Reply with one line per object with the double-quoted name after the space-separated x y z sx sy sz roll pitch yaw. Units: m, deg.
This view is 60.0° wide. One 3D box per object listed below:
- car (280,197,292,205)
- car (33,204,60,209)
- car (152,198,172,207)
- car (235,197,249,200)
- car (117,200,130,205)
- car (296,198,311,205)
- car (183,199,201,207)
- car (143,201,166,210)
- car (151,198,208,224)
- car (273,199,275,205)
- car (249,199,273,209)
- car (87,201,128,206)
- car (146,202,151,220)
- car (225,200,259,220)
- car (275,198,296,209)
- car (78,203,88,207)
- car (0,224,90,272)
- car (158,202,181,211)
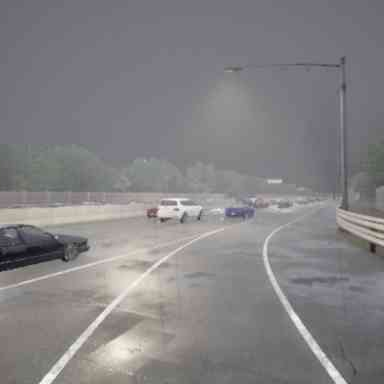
22.798 2.223 80.280 2.097 1.767 4.553 -1 -1 24 "car"
-19.941 2.364 45.953 1.994 1.385 4.181 -1 -1 25 "car"
-6.660 2.295 74.720 2.150 2.045 5.566 -1 -1 25 "car"
9.071 1.902 58.630 2.150 2.045 5.566 -1 -1 25 "car"
-13.162 2.292 60.558 2.097 1.767 4.553 -1 -1 25 "car"
27.753 2.410 82.718 1.994 1.385 4.181 -1 -1 24 "car"
-0.005 2.331 72.437 2.097 1.767 4.553 -1 -1 25 "car"
-6.506 2.341 58.296 1.837 1.490 4.892 -1 -1 25 "car"
-0.905 1.574 28.610 2.150 2.045 5.566 -1 -1 25 "car"
19.640 2.462 81.783 2.033 1.411 5.357 -1 -1 24 "car"
11.500 1.962 55.528 2.097 1.767 4.553 -1 -1 25 "car"
-10.413 2.164 41.582 1.812 1.442 4.674 -1 -1 25 "car"
-2.666 1.914 33.123 1.882 1.535 5.008 -1 -1 25 "car"
4.756 1.827 32.500 1.882 1.535 5.008 -1 -1 25 "car"
16.115 2.065 57.198 1.882 1.535 5.008 -1 -1 25 "car"
-13.598 2.218 43.029 1.812 1.442 4.674 -1 -1 25 "car"
-5.590 1.682 10.128 2.033 1.411 5.357 -1 -1 25 "car"
-3.709 2.340 56.039 1.994 1.385 4.181 -1 -1 25 "car"
